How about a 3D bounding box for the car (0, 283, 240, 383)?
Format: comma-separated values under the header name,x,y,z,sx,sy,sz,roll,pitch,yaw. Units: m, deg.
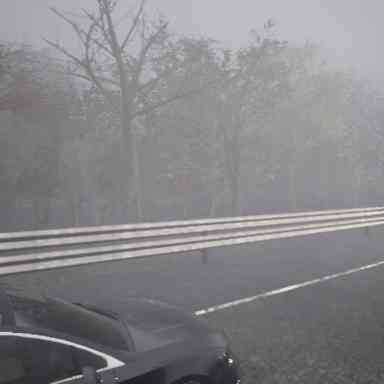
name,x,y,z,sx,sy,sz,roll,pitch,yaw
car,-1.793,1.506,2.473,4.892,1.490,1.837,0,0,-36
